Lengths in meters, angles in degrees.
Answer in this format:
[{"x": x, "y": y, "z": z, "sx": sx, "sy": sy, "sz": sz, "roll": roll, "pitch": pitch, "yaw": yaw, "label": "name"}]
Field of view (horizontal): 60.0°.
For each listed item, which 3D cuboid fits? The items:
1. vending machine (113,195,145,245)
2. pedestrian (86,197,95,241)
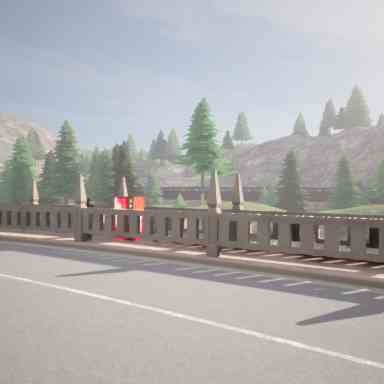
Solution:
[{"x": -2.789, "y": 1.189, "z": 14.724, "sx": 0.880, "sy": 2.100, "sz": 1.100, "roll": 1, "pitch": 0, "yaw": 29, "label": "vending machine"}, {"x": -4.450, "y": 1.136, "z": 14.303, "sx": 0.375, "sy": 1.860, "sz": 0.375, "roll": 1, "pitch": 1, "yaw": 28, "label": "pedestrian"}]
